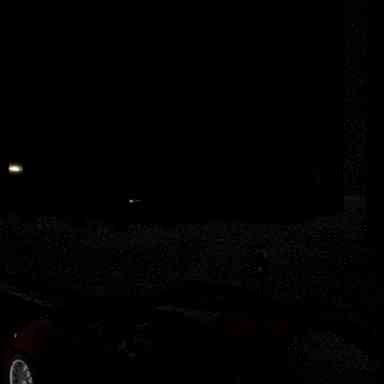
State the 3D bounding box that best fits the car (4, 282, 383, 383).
[{"bbox_3d":[-0.083,1.570,3.139,4.206,1.307,1.802,0,0,36],"label":"car"}]
